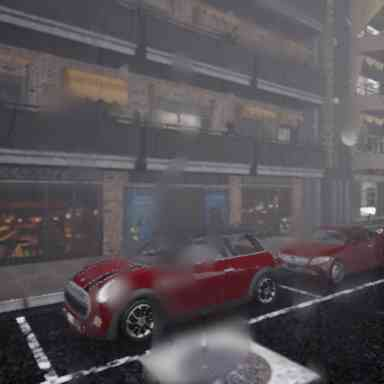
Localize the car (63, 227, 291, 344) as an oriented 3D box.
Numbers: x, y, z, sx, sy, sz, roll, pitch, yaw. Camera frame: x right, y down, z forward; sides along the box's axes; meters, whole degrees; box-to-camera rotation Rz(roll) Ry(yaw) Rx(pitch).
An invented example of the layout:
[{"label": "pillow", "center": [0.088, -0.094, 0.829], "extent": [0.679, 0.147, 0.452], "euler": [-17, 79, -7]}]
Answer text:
[{"label": "car", "center": [-0.268, 1.458, 6.375], "extent": [4.097, 1.590, 1.967], "euler": [0, 0, -36]}]

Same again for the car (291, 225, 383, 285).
[{"label": "car", "center": [4.230, 1.630, 9.585], "extent": [4.206, 1.307, 1.802], "euler": [0, 0, -36]}]
